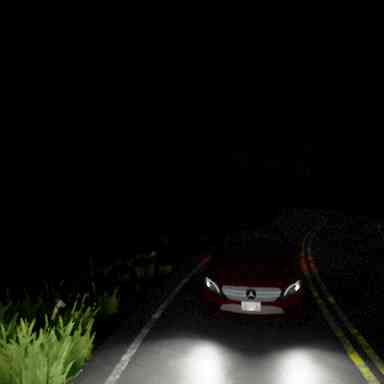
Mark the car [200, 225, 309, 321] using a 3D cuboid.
[{"bbox_3d":[1.389,1.518,7.477,1.812,1.442,4.674,-1,0,12],"label":"car"}]

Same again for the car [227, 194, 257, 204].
[{"bbox_3d":[7.197,1.253,48.817,2.150,2.045,5.566,3,-4,-24],"label":"car"}]
